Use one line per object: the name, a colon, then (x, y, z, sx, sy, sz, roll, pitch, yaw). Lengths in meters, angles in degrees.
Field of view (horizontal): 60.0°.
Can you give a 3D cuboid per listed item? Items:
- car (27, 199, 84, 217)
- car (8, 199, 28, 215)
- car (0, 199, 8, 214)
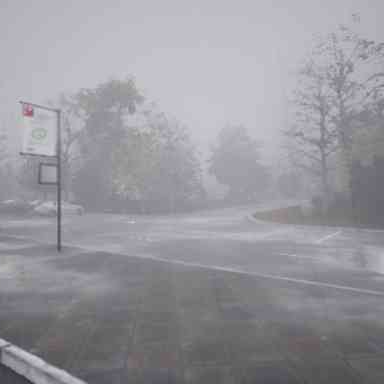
car: (-12.537, 1.545, 31.463, 2.002, 1.452, 4.674, 0, 0, 36)
car: (-15.096, 1.509, 33.299, 2.097, 1.535, 5.008, 0, 0, 36)
car: (-17.767, 1.515, 35.191, 2.231, 1.521, 4.892, 0, 0, 36)
